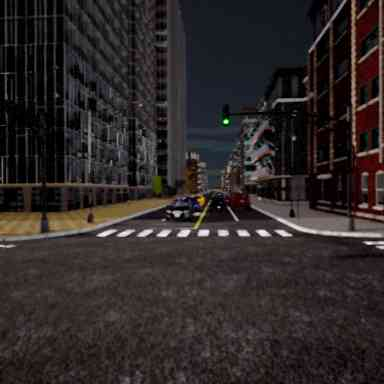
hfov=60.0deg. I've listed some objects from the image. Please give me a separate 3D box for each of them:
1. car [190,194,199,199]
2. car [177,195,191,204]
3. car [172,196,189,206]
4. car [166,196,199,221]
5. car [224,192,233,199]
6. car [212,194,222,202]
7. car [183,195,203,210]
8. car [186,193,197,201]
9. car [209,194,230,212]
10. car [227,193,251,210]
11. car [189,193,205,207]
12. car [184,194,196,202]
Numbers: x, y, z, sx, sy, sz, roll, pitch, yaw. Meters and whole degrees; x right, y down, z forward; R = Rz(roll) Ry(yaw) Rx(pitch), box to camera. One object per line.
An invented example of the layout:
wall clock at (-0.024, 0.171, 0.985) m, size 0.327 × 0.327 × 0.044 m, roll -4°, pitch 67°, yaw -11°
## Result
car at (0.690, 1.088, 82.446) m, size 1.802 × 1.307 × 4.206 m, roll 0°, pitch 0°, yaw 4°
car at (-1.206, 1.224, 54.545) m, size 1.887 × 1.381 × 4.507 m, roll 0°, pitch 0°, yaw 4°
car at (-1.611, 1.265, 48.967) m, size 2.008 × 1.369 × 4.403 m, roll 0°, pitch 0°, yaw 4°
car at (-0.835, 1.340, 25.506) m, size 2.128 × 1.511 × 4.902 m, roll 0°, pitch 0°, yaw 4°
car at (8.663, 0.918, 79.874) m, size 1.967 × 1.590 × 4.097 m, roll 0°, pitch 0°, yaw 4°
car at (4.887, 1.149, 65.054) m, size 1.994 × 1.385 × 4.181 m, roll 0°, pitch 0°, yaw 4°
car at (-0.112, 1.314, 35.107) m, size 1.812 × 1.442 × 4.674 m, roll 0°, pitch 0°, yaw 5°
car at (-0.038, 1.015, 71.281) m, size 1.967 × 1.590 × 4.097 m, roll 0°, pitch 0°, yaw 4°
car at (2.873, 1.272, 35.911) m, size 1.837 × 1.490 × 4.892 m, roll 0°, pitch 0°, yaw 4°
car at (5.437, 1.061, 37.239) m, size 2.192 × 1.841 × 5.009 m, roll 0°, pitch 0°, yaw 4°
car at (0.714, 1.199, 45.560) m, size 1.882 × 1.535 × 5.008 m, roll 0°, pitch 0°, yaw 4°
car at (-0.396, 1.160, 65.702) m, size 2.008 × 1.369 × 4.403 m, roll 0°, pitch 0°, yaw 4°
